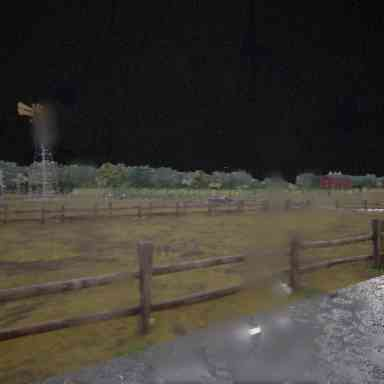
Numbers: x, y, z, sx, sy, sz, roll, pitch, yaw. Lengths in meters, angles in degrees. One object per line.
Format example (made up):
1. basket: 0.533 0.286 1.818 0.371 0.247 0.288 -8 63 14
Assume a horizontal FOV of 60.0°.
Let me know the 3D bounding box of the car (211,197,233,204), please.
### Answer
1. car: 5.965 1.640 67.559 2.033 1.411 5.357 -1 1 -35
